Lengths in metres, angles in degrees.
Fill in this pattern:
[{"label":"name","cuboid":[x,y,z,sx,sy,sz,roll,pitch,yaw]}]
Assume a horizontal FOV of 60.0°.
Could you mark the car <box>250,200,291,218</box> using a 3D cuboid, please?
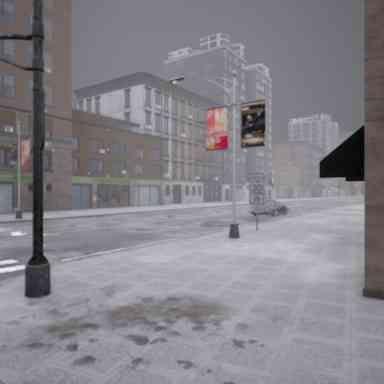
[{"label":"car","cuboid":[6.982,1.429,29.304,2.033,1.411,5.357,0,0,35]}]
